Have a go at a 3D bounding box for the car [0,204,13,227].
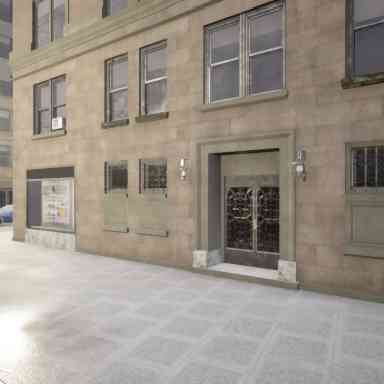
[{"bbox_3d":[-11.889,1.512,23.033,2.033,1.411,5.357,0,0,39],"label":"car"}]
